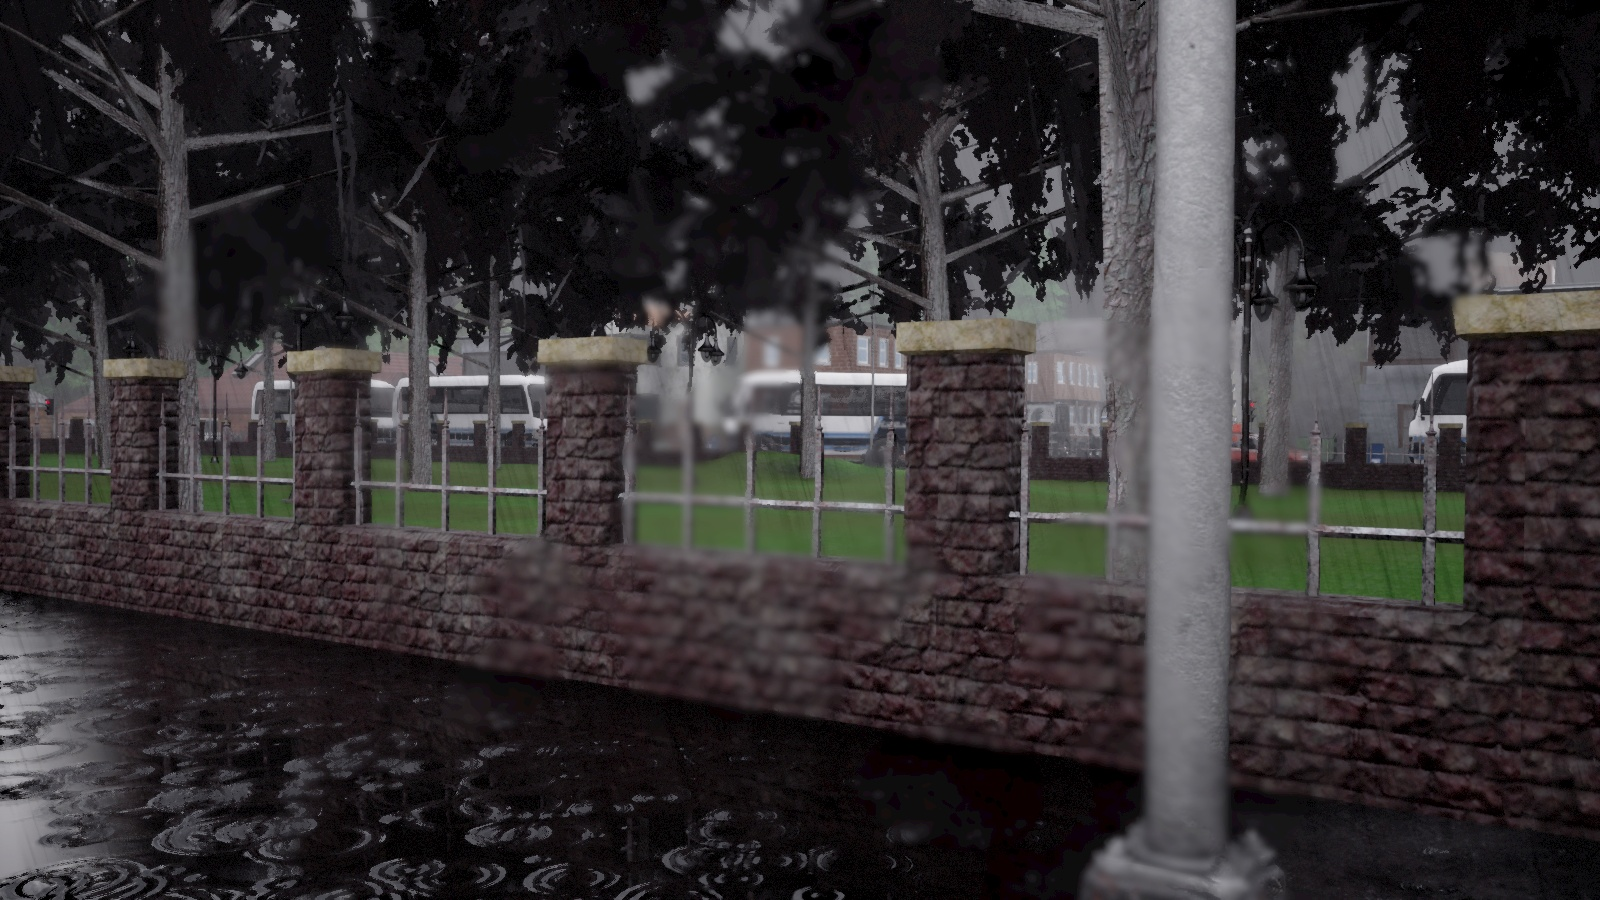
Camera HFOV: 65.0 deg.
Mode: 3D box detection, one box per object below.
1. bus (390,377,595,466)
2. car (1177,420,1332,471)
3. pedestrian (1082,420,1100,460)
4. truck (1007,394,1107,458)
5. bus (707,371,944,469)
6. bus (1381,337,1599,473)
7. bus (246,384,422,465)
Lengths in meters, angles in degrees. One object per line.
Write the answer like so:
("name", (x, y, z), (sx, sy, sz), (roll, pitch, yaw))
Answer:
("bus", (-15.736, -1.376, 63.988), (10.273, 4.253, 3.944), (0, 1, 30))
("car", (15.673, -0.158, 43.353), (4.611, 1.667, 2.242), (0, 1, 33))
("pedestrian", (14.227, -0.482, 61.402), (0.788, 1.949, 0.423), (0, 1, 6))
("truck", (14.964, -1.379, 72.713), (2.891, 3.462, 7.936), (0, 1, 34))
("bus", (1.067, -1.441, 57.608), (10.273, 4.253, 3.944), (-1, 2, -9))
("bus", (25.280, -1.444, 41.745), (10.273, 4.253, 3.944), (0, 1, 35))
("bus", (-26.370, -1.373, 70.798), (10.273, 4.253, 3.944), (0, 1, 34))
